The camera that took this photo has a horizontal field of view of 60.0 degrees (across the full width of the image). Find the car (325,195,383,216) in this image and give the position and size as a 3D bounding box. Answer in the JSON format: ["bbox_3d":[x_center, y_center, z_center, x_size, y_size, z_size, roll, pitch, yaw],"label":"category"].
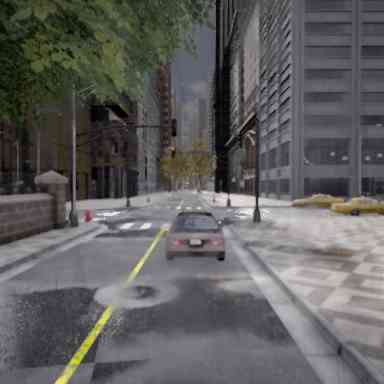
[{"bbox_3d":[12.360,0.974,23.537,4.829,1.417,1.752,-1,2,0],"label":"car"}]

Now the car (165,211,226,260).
[{"bbox_3d":[0.104,1.374,11.600,2.033,1.411,5.357,0,1,0],"label":"car"}]

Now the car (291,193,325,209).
[{"bbox_3d":[12.045,0.829,32.062,4.829,1.417,1.752,-1,2,0],"label":"car"}]
